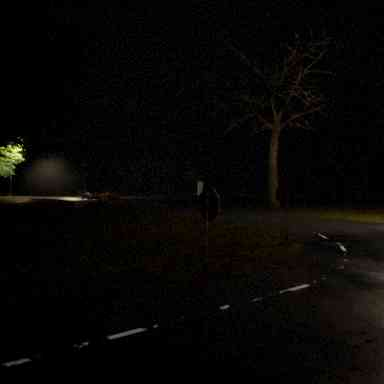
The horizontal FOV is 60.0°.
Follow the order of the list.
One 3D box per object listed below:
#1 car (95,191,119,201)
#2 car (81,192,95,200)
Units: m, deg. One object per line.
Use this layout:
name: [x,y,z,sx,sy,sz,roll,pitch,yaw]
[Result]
car: [-13.244,0.642,53.050,1.882,1.535,5.008,2,-1,-35]
car: [-18.304,0.674,60.023,2.033,1.411,5.357,2,-1,-36]
